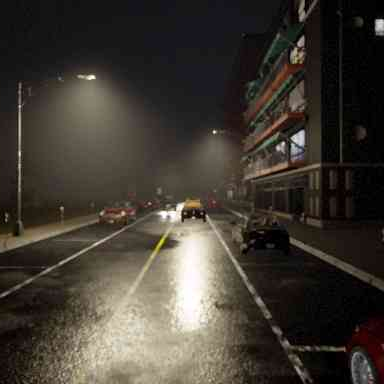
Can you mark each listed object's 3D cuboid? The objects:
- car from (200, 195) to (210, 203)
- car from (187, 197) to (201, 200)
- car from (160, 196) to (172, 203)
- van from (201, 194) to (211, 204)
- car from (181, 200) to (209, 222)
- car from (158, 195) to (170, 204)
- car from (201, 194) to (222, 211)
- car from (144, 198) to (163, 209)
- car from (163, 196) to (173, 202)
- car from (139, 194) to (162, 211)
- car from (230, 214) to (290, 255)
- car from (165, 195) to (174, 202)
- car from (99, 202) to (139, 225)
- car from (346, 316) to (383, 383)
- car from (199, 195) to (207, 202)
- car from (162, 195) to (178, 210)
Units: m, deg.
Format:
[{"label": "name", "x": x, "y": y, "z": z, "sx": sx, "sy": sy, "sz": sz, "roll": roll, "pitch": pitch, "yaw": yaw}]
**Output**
[{"label": "car", "x": 2.599, "y": 1.426, "z": 68.602, "sx": 1.967, "sy": 1.590, "sz": 4.097, "roll": 1, "pitch": 0, "yaw": 0}, {"label": "car", "x": 0.115, "y": 1.469, "z": 42.911, "sx": 1.882, "sy": 1.535, "sz": 5.008, "roll": 0, "pitch": 0, "yaw": 0}, {"label": "car", "x": -5.283, "y": 1.537, "z": 68.194, "sx": 2.008, "sy": 1.369, "sz": 4.403, "roll": 1, "pitch": 0, "yaw": 0}, {"label": "van", "x": 2.598, "y": 1.328, "z": 63.056, "sx": 1.690, "sy": 1.788, "sz": 3.998, "roll": 1, "pitch": 0, "yaw": 0}, {"label": "car", "x": 0.109, "y": 1.595, "z": 26.508, "sx": 1.895, "sy": 1.301, "sz": 4.718, "roll": 0, "pitch": 0, "yaw": 0}, {"label": "car", "x": -5.283, "y": 1.428, "z": 62.658, "sx": 1.967, "sy": 1.590, "sz": 4.097, "roll": 1, "pitch": 0, "yaw": 0}, {"label": "car", "x": 2.591, "y": 1.306, "z": 40.877, "sx": 2.192, "sy": 1.841, "sz": 5.009, "roll": 1, "pitch": 0, "yaw": 0}, {"label": "car", "x": -5.290, "y": 1.541, "z": 46.049, "sx": 2.008, "sy": 1.369, "sz": 4.403, "roll": 1, "pitch": 0, "yaw": 0}, {"label": "car", "x": -5.281, "y": 1.530, "z": 73.731, "sx": 1.887, "sy": 1.381, "sz": 4.507, "roll": 1, "pitch": 0, "yaw": 0}, {"label": "car", "x": -5.289, "y": 1.307, "z": 40.513, "sx": 2.192, "sy": 1.841, "sz": 5.009, "roll": 1, "pitch": 0, "yaw": 0}, {"label": "car", "x": 2.579, "y": 1.548, "z": 13.152, "sx": 2.008, "sy": 1.369, "sz": 4.403, "roll": 1, "pitch": 0, "yaw": 0}, {"label": "car", "x": -5.279, "y": 1.510, "z": 79.097, "sx": 1.752, "sy": 1.417, "sz": 4.829, "roll": 1, "pitch": 0, "yaw": 0}, {"label": "car", "x": -5.296, "y": 1.435, "z": 23.904, "sx": 1.967, "sy": 1.590, "sz": 4.097, "roll": 1, "pitch": 0, "yaw": 0}, {"label": "car", "x": 2.575, "y": 1.582, "z": 2.062, "sx": 1.802, "sy": 1.307, "sz": 4.206, "roll": 1, "pitch": 0, "yaw": 0}, {"label": "car", "x": 2.602, "y": 1.509, "z": 79.861, "sx": 1.752, "sy": 1.417, "sz": 4.829, "roll": 1, "pitch": 0, "yaw": 0}, {"label": "car", "x": -2.823, "y": 1.483, "z": 41.453, "sx": 2.128, "sy": 1.511, "sz": 4.902, "roll": 0, "pitch": 0, "yaw": 0}]
